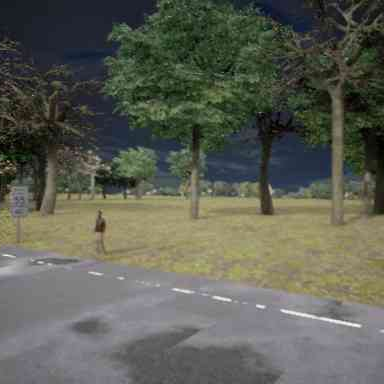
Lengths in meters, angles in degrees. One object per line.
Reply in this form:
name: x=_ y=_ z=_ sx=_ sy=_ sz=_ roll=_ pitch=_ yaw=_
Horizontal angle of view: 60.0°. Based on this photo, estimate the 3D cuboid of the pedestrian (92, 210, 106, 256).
pedestrian: x=-3.763 y=1.656 z=13.608 sx=0.375 sy=1.860 sz=0.375 roll=1 pitch=-1 yaw=35
